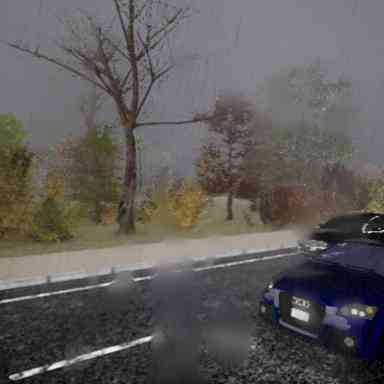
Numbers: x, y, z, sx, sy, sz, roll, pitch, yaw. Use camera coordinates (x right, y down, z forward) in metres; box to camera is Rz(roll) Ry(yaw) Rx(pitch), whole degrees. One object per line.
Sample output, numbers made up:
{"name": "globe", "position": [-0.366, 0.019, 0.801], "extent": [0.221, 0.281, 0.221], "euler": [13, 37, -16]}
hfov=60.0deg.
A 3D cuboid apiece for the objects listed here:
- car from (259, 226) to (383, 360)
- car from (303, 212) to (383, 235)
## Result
{"name": "car", "position": [3.172, 1.564, 5.879], "extent": [4.181, 1.385, 1.994], "euler": [0, 0, -35]}
{"name": "car", "position": [5.761, 1.504, 11.630], "extent": [4.892, 1.490, 1.837], "euler": [0, 0, -34]}
